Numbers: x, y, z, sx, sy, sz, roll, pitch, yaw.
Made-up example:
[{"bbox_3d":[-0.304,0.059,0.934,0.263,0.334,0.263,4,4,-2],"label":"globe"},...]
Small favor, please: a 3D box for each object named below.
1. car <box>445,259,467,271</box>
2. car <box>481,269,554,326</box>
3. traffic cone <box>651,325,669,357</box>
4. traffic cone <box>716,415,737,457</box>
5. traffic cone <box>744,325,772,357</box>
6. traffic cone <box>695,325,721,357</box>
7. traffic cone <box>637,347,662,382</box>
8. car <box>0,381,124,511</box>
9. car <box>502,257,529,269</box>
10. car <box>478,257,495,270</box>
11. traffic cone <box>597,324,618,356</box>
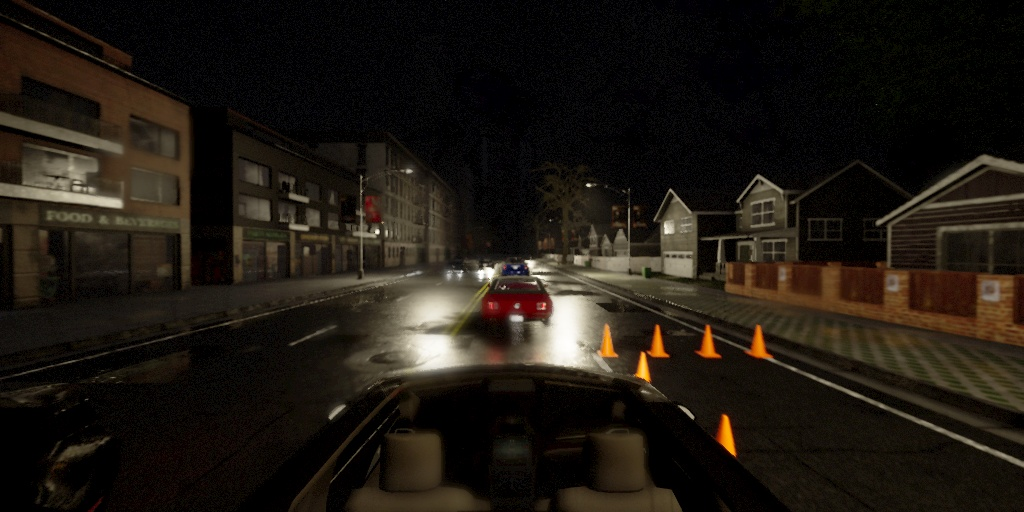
[{"bbox_3d":[-6.342,0.979,41.264,1.994,1.385,4.181,0,0,1],"label":"car"},{"bbox_3d":[0.155,1.272,11.241,1.895,1.301,4.718,0,0,0],"label":"car"},{"bbox_3d":[2.896,1.665,7.147,0.340,0.580,0.340,0,0,0],"label":"traffic cone"},{"bbox_3d":[1.870,1.696,3.154,0.340,0.580,0.340,0,0,0],"label":"traffic cone"},{"bbox_3d":[4.896,1.668,7.134,0.340,0.580,0.340,0,0,0],"label":"traffic cone"},{"bbox_3d":[3.896,1.667,7.141,0.340,0.580,0.340,0,0,0],"label":"traffic cone"},{"bbox_3d":[1.883,1.680,5.154,0.340,0.580,0.340,0,0,0],"label":"traffic cone"},{"bbox_3d":[-3.366,1.262,0.150,1.837,1.490,4.892,0,0,0],"label":"car"},{"bbox_3d":[0.265,0.880,28.721,2.097,1.767,4.553,0,0,0],"label":"car"},{"bbox_3d":[-3.072,0.892,43.714,2.128,1.511,4.902,0,0,1],"label":"car"},{"bbox_3d":[1.896,1.663,7.153,0.340,0.580,0.340,0,0,0],"label":"traffic cone"}]
